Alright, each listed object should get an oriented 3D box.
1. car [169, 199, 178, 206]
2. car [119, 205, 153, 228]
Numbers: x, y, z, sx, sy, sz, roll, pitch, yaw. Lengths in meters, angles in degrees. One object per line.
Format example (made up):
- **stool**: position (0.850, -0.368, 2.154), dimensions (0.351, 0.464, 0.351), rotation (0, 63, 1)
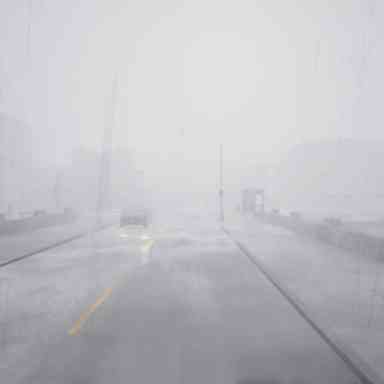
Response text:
- **car**: position (-4.047, 2.327, 74.379), dimensions (2.128, 1.511, 4.902), rotation (0, -1, 0)
- **car**: position (-4.044, 1.745, 24.785), dimensions (1.882, 1.535, 5.008), rotation (0, -1, 1)
